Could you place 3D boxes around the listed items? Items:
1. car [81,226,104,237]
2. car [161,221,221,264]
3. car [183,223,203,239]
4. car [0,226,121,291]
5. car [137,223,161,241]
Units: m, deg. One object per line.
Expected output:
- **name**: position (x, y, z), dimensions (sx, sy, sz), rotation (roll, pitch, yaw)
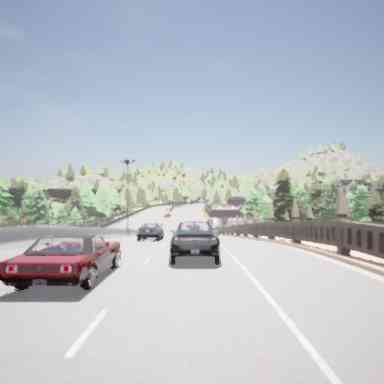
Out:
- **car**: position (-14.037, 5.535, 47.080), dimensions (1.812, 1.442, 4.674), rotation (0, -7, 0)
- **car**: position (0.108, 1.963, 13.684), dimensions (2.128, 1.511, 4.902), rotation (0, -4, 0)
- **car**: position (0.119, 4.036, 34.582), dimensions (1.882, 1.535, 5.008), rotation (0, -7, 0)
- **car**: position (-3.394, 1.854, 9.661), dimensions (1.895, 1.301, 4.718), rotation (0, -3, 0)
- **car**: position (-3.384, 3.308, 27.715), dimensions (2.033, 1.411, 5.357), rotation (0, -7, 0)
